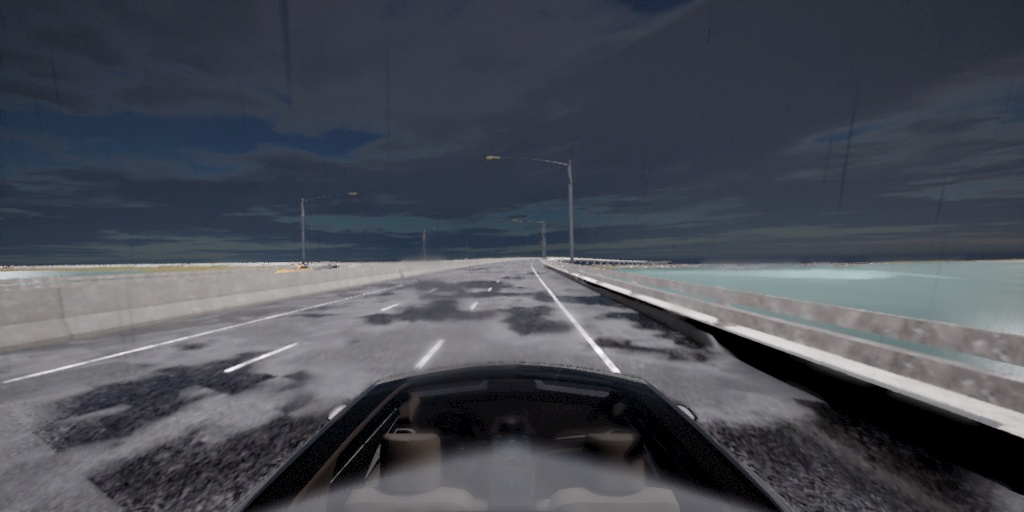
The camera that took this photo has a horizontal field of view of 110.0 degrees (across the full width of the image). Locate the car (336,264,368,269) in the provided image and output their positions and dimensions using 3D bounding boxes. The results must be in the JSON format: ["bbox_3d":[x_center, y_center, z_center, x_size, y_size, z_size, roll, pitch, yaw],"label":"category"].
[{"bbox_3d":[-16.622,1.646,38.700,1.812,1.442,4.674,-1,0,2],"label":"car"}]

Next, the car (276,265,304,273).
[{"bbox_3d":[-23.605,1.756,39.256,1.882,1.535,5.008,-1,0,2],"label":"car"}]

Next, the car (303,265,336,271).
[{"bbox_3d":[-20.108,1.722,39.116,1.837,1.490,4.892,-1,0,2],"label":"car"}]
